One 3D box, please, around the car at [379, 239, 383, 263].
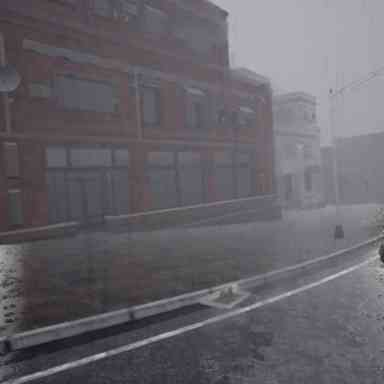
[{"bbox_3d":[7.929,1.660,11.342,1.994,1.385,4.181,-2,-2,43],"label":"car"}]
